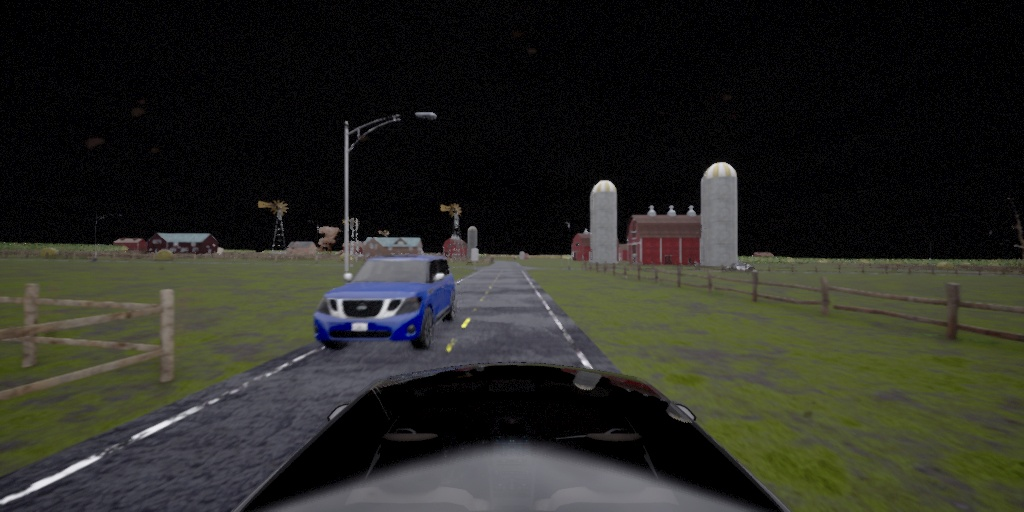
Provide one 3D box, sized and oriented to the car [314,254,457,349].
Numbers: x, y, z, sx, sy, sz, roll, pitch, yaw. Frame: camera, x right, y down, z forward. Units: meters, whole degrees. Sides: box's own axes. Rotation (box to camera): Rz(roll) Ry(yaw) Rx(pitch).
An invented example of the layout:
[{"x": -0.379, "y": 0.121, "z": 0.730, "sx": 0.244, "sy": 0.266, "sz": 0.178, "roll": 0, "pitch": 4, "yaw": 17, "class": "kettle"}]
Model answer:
[{"x": -2.849, "y": 0.971, "z": 9.466, "sx": 2.150, "sy": 2.045, "sz": 5.566, "roll": 0, "pitch": 0, "yaw": 0, "class": "car"}]
